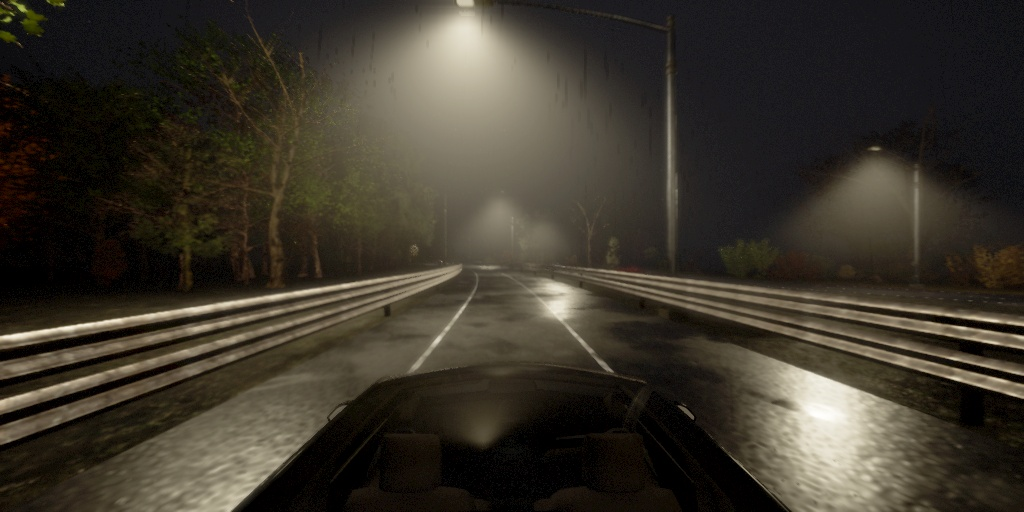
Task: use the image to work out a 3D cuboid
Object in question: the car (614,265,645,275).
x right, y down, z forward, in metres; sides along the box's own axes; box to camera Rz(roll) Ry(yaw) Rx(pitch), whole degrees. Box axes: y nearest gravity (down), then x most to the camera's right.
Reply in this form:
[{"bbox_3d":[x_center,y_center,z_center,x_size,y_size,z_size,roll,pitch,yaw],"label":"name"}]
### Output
[{"bbox_3d":[15.569,1.908,47.623,1.812,1.442,4.674,0,0,-25],"label":"car"}]
